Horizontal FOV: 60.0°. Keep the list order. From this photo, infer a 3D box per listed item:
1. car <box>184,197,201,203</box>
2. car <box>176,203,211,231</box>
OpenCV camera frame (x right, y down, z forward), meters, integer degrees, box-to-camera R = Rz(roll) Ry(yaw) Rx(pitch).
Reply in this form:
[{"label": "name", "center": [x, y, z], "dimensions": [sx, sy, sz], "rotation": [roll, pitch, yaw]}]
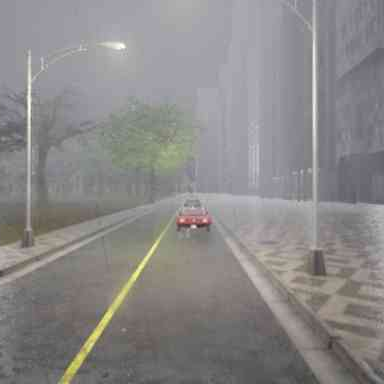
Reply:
[{"label": "car", "center": [0.090, 1.361, 39.368], "dimensions": [2.128, 1.511, 4.902], "rotation": [0, 0, 0]}, {"label": "car", "center": [0.094, 1.530, 19.780], "dimensions": [1.895, 1.301, 4.718], "rotation": [0, 0, 0]}]
